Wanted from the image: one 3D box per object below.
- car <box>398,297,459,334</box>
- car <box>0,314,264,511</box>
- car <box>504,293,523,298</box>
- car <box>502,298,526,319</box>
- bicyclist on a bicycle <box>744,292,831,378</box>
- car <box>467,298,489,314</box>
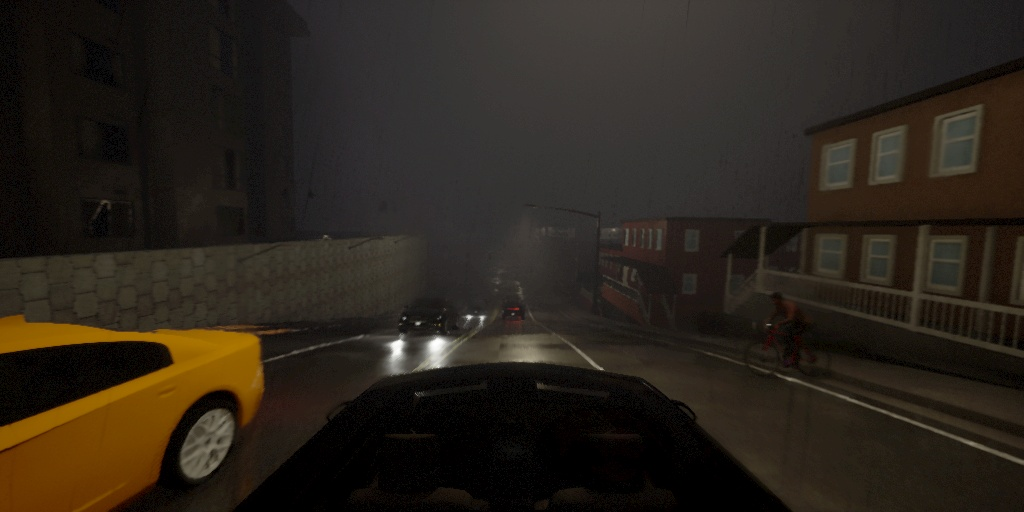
[{"bbox_3d":[-3.531,2.572,15.939,1.837,1.490,4.892,1,-7,0],"label":"car"},{"bbox_3d":[-3.575,1.182,1.717,1.882,1.535,5.008,1,0,0],"label":"car"},{"bbox_3d":[0.145,5.146,42.022,2.097,1.767,4.553,1,-1,0],"label":"car"},{"bbox_3d":[0.149,4.733,31.728,1.837,1.490,4.892,1,-6,1],"label":"car"},{"bbox_3d":[5.340,1.537,6.982,1.656,1.620,0.582,1,-5,2],"label":"bicyclist on a bicycle"},{"bbox_3d":[-3.377,5.101,36.950,2.033,1.411,5.357,1,-3,0],"label":"car"}]
